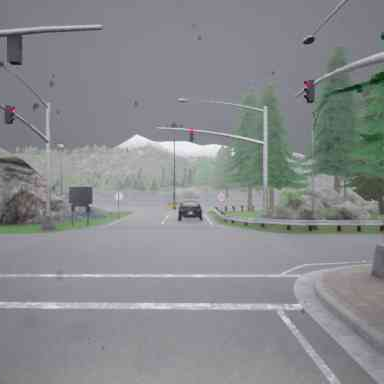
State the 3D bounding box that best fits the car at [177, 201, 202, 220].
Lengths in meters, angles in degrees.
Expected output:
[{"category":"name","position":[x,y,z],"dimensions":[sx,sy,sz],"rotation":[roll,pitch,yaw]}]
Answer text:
[{"category":"car","position":[-0.245,1.476,28.078],"dimensions":[1.882,1.535,5.008],"rotation":[0,0,-3]}]
